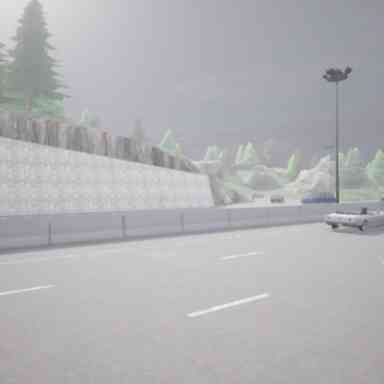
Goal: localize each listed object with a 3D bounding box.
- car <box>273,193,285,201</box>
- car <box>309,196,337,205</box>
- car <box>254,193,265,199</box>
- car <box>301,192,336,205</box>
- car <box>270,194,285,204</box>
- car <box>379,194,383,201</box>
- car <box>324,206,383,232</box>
[{"bbox_3d":[19.602,1.131,75.266,1.882,1.535,5.008,0,0,5],"label":"car"},{"bbox_3d":[21.066,1.320,53.298,4.718,1.301,1.895,-1,0,-35],"label":"car"},{"bbox_3d":[18.473,1.030,91.826,2.033,1.411,5.357,0,1,-9],"label":"car"},{"bbox_3d":[17.772,0.978,46.706,5.566,2.045,2.150,-1,0,-35],"label":"car"},{"bbox_3d":[15.193,1.207,58.806,1.882,1.535,5.008,0,0,24],"label":"car"},{"bbox_3d":[39.094,0.946,66.151,4.553,1.767,2.097,0,0,-36],"label":"car"},{"bbox_3d":[9.867,1.489,19.384,4.718,1.301,1.895,0,0,-36],"label":"car"}]
